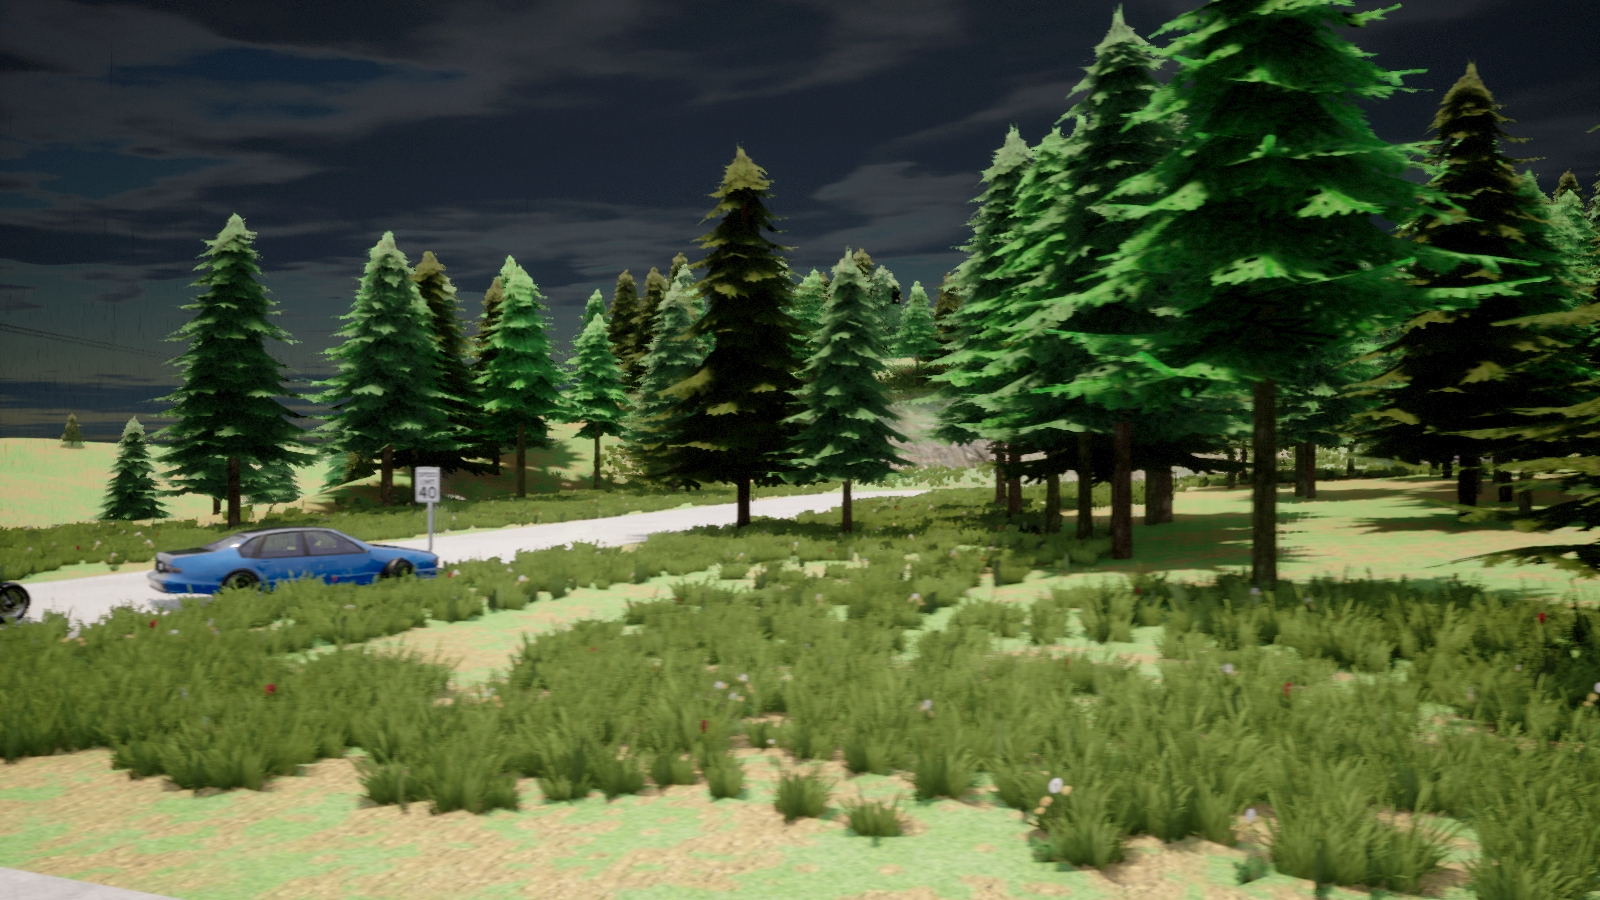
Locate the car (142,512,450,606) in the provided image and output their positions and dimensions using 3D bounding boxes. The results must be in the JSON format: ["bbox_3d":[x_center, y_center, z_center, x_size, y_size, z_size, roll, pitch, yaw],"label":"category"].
[{"bbox_3d":[-10.094,2.106,23.141,5.357,1.411,2.033,0,0,-39],"label":"car"}]
